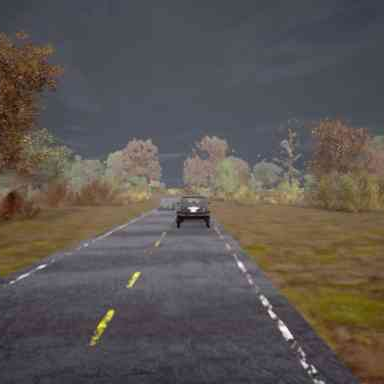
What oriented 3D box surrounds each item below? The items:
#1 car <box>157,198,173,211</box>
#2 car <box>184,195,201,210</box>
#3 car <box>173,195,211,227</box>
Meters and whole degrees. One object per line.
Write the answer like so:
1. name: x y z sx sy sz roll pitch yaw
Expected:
1. car: -3.103 1.489 40.185 1.837 1.490 4.892 0 0 0
2. car: 0.083 1.334 42.564 2.097 1.767 4.553 0 0 0
3. car: 0.101 1.217 22.739 2.150 2.045 5.566 0 0 0
